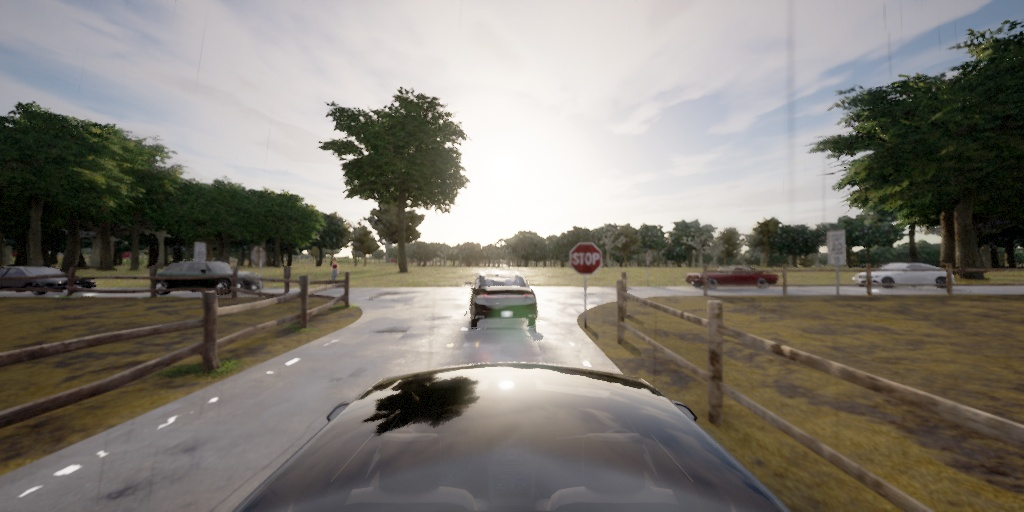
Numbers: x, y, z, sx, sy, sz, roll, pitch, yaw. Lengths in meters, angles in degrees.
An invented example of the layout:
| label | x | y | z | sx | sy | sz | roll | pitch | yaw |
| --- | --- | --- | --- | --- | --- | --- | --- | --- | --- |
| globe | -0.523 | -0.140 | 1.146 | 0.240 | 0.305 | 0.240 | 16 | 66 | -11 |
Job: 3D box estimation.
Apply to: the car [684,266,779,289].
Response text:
| label | x | y | z | sx | sy | sz | roll | pitch | yaw |
| --- | --- | --- | --- | --- | --- | --- | --- | --- | --- |
| car | 12.981 | 1.281 | 21.455 | 4.718 | 1.301 | 1.895 | 0 | -1 | -1 |

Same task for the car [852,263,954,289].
| label | x | y | z | sx | sy | sz | roll | pitch | yaw |
| --- | --- | --- | --- | --- | --- | --- | --- | --- | --- |
| car | 23.138 | 1.154 | 21.314 | 4.674 | 1.442 | 1.812 | 0 | -1 | 4 |

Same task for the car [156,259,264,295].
| label | x | y | z | sx | sy | sz | roll | pitch | yaw |
| --- | --- | --- | --- | --- | --- | --- | --- | --- | --- |
| car | -15.481 | 1.053 | 18.507 | 4.553 | 1.767 | 2.097 | 0 | -1 | 1 |

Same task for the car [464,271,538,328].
| label | x | y | z | sx | sy | sz | roll | pitch | yaw |
| --- | --- | --- | --- | --- | --- | --- | --- | --- | --- |
| car | -0.445 | 1.226 | 11.381 | 2.128 | 1.511 | 4.902 | 0 | 0 | -8 |

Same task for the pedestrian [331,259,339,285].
| label | x | y | z | sx | sy | sz | roll | pitch | yaw |
| --- | --- | --- | --- | --- | --- | --- | --- | --- | --- |
| pedestrian | -12.143 | 1.096 | 24.529 | 0.375 | 1.860 | 0.375 | 0 | -1 | 0 |

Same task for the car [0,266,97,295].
| label | x | y | z | sx | sy | sz | roll | pitch | yaw |
| --- | --- | --- | --- | --- | --- | --- | --- | --- | --- |
| car | -25.012 | 1.246 | 18.538 | 5.357 | 1.411 | 2.033 | 0 | -1 | 0 |
